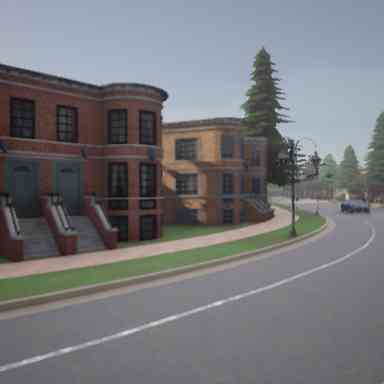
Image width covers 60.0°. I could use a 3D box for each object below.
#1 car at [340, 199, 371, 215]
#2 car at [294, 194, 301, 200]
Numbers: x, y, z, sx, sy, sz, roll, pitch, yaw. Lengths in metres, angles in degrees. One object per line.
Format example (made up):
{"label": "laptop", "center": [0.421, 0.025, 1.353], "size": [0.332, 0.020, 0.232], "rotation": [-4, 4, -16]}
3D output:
{"label": "car", "center": [16.945, 1.505, 34.668], "size": [1.882, 1.535, 5.008], "rotation": [0, 0, 10]}
{"label": "car", "center": [23.411, 1.243, 75.039], "size": [1.882, 1.535, 5.008], "rotation": [0, 0, 9]}
